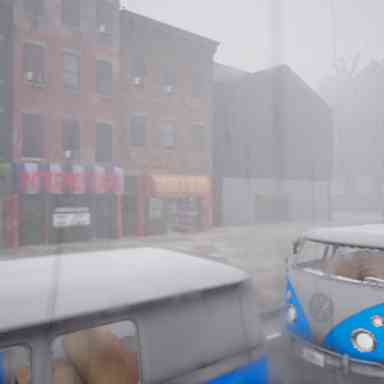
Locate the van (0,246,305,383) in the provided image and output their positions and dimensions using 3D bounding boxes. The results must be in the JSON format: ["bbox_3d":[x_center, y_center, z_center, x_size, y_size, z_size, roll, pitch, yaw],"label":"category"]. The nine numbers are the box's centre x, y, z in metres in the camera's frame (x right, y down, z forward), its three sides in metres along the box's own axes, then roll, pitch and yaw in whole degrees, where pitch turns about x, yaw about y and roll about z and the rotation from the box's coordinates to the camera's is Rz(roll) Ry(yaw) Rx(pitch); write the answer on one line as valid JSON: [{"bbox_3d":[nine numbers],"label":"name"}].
[{"bbox_3d":[-1.352,1.340,1.847,3.998,1.788,1.690,0,0,-36],"label":"van"}]

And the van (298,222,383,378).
[{"bbox_3d":[3.096,1.370,5.021,3.998,1.788,1.690,0,0,-36],"label":"van"}]
